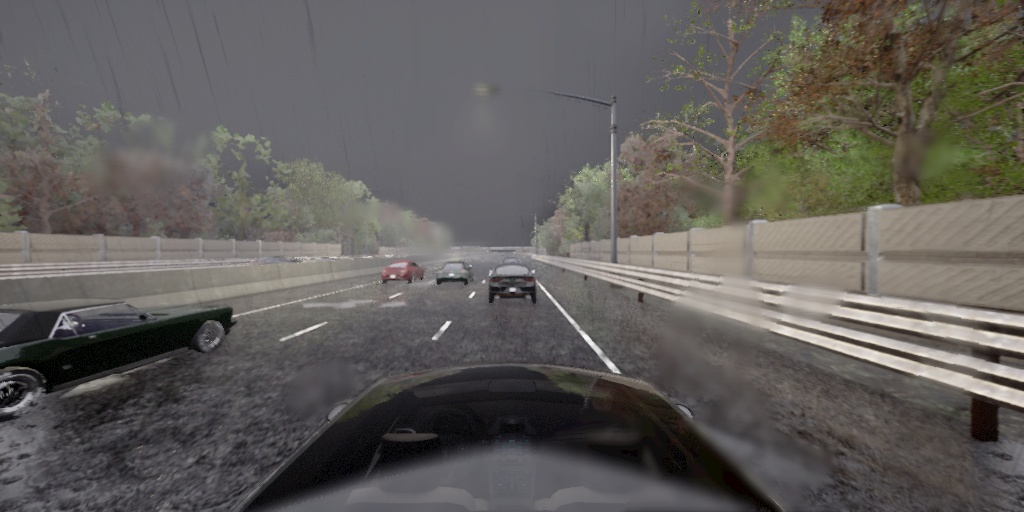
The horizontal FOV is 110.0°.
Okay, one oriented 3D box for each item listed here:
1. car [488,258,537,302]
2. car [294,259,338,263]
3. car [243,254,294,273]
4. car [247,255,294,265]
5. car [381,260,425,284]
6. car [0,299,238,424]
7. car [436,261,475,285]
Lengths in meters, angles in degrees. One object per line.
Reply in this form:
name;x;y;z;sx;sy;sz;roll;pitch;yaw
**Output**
car;0.013;1.024;15.527;1.882;1.535;5.008;0;1;0
car;-17.772;0.943;33.982;2.033;1.411;5.357;0;1;0
car;-24.777;0.752;36.679;2.097;1.767;4.553;0;1;0
car;-21.266;0.924;32.753;2.128;1.511;4.902;0;1;0
car;-7.014;1.002;23.364;1.812;1.442;4.674;0;1;0
car;-6.914;1.333;5.660;1.895;1.301;4.718;0;1;0
car;-3.514;1.028;22.788;1.994;1.385;4.181;0;1;0
